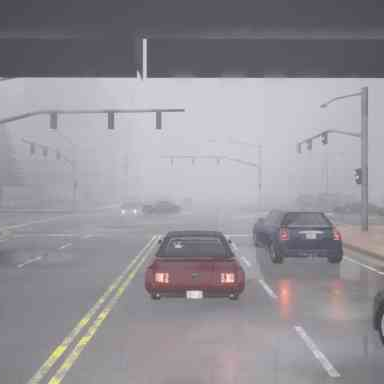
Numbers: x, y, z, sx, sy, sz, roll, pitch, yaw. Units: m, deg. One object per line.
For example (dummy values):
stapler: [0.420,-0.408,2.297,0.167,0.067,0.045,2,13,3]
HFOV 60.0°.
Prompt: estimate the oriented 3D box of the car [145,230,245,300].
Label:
car: [0.069,1.601,8.342,1.895,1.301,4.718,0,0,0]

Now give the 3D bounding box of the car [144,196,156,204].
car: [-8.027,1.526,63.959,1.812,1.442,4.674,0,0,0]

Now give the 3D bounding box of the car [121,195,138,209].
car: [-8.031,1.352,44.782,2.097,1.767,4.553,0,0,2]

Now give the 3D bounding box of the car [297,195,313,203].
car: [22.216,1.395,65.572,1.970,1.475,3.806,0,0,0]

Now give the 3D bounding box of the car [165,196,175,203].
car: [-4.519,1.601,68.742,1.895,1.301,4.718,0,0,0]

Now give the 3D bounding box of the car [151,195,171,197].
car: [-4.492,1.491,49.545,2.128,1.511,4.902,0,0,0]

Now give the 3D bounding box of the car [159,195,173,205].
car: [-4.530,1.352,58.587,2.097,1.767,4.553,0,0,0]

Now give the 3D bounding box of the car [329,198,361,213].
car: [16.681,1.564,33.913,4.181,1.385,1.994,0,0,1]

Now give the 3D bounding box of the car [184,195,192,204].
car: [-0.872,1.477,61.888,1.882,1.535,5.008,0,0,0]

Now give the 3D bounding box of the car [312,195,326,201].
car: [30.840,1.364,80.695,1.784,1.438,3.905,0,0,0]

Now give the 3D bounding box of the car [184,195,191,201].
car: [-1.107,1.524,83.788,1.812,1.442,4.674,0,0,0]

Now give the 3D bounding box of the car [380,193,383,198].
car: [39.113,1.153,65.706,1.932,1.855,4.605,0,0,0]

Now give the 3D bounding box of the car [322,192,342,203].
car: [19.556,1.156,48.097,1.905,1.878,3.866,0,0,0]

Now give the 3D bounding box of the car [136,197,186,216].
car: [-2.980,1.526,32.714,1.812,1.442,4.674,1,0,36]

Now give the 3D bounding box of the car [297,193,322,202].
car: [16.662,1.153,48.144,1.932,1.855,4.605,0,0,0]

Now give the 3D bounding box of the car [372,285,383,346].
car: [3.601,1.505,3.018,1.837,1.490,4.892,0,0,0]

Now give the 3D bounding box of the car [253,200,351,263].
car: [3.585,1.352,12.107,2.097,1.767,4.553,0,0,0]

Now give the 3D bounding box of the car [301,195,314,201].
car: [27.945,1.395,80.689,1.970,1.475,3.806,0,0,0]

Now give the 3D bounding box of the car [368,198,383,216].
car: [19.265,1.505,30.379,4.892,1.490,1.837,0,0,1]

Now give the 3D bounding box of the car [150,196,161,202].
car: [-8.046,1.552,73.971,1.994,1.385,4.181,0,0,0]

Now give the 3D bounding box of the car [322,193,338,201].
car: [33.523,1.153,80.753,1.932,1.855,4.605,0,0,0]
